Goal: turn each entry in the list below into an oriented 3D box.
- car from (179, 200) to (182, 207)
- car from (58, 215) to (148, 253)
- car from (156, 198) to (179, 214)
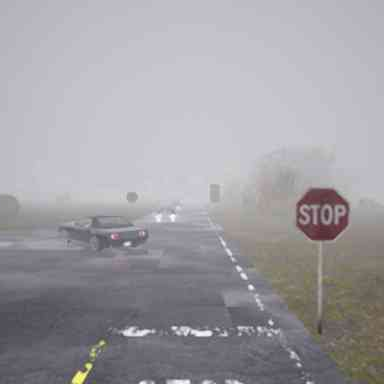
[{"bbox_3d":[-2.683,1.732,53.907,1.994,1.385,4.181,0,0,0],"label":"car"},{"bbox_3d":[-3.936,1.626,14.075,1.895,1.301,4.718,0,0,-43],"label":"car"},{"bbox_3d":[-2.754,1.629,36.308,1.812,1.442,4.674,0,0,0],"label":"car"}]
